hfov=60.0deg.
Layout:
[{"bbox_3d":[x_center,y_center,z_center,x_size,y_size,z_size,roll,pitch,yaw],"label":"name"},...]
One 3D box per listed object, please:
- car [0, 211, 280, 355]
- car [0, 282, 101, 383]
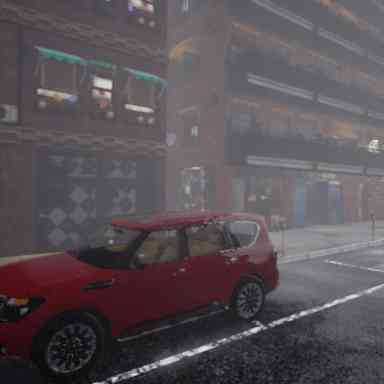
[{"bbox_3d":[-0.653,1.308,5.619,5.009,1.841,2.192,0,1,-36],"label":"car"},{"bbox_3d":[-2.595,1.569,1.095,4.181,1.385,1.994,0,0,-36],"label":"car"}]
